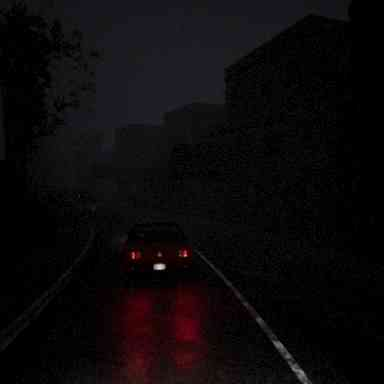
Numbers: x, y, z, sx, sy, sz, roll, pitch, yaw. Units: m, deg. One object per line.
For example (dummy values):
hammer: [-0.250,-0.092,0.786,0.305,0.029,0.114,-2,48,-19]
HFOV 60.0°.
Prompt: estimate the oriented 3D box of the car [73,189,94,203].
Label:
car: [-14.022,0.344,42.809,2.097,1.767,4.553,-2,4,-28]

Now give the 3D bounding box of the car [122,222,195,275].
car: [-1.174,1.614,10.661,1.895,1.301,4.718,-1,0,-9]
